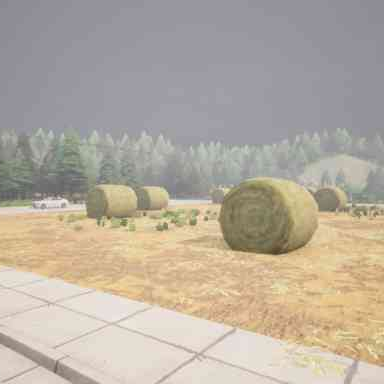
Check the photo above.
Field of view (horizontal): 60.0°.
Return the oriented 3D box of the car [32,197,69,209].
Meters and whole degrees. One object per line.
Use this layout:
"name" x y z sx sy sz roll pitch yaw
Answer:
"car" -18.422 1.404 43.468 1.812 1.442 4.674 0 0 36
